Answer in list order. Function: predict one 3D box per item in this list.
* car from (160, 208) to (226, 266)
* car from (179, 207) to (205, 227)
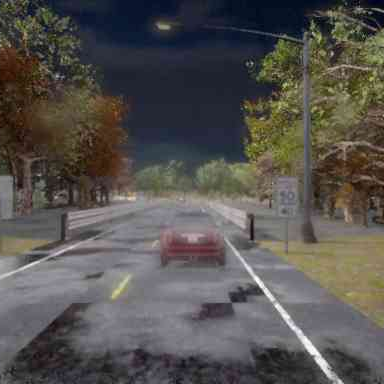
[{"bbox_3d":[0.048,1.495,12.262,2.097,1.767,4.553,0,-1,0],"label":"car"},{"bbox_3d":[0.046,1.913,26.746,1.895,1.301,4.718,0,-1,0],"label":"car"}]
